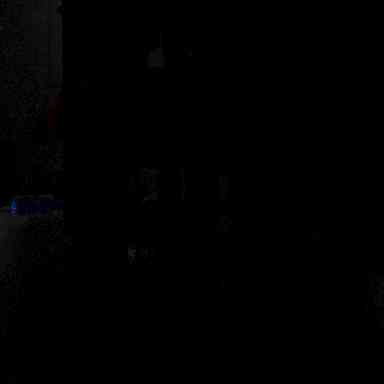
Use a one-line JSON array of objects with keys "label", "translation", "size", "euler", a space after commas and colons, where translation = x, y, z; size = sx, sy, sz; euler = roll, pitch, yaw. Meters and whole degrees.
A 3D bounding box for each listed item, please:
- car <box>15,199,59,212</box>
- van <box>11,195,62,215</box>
[{"label": "car", "translation": [-18.701, 1.562, 40.398], "size": [1.887, 1.381, 4.507], "euler": [-1, 0, 35]}, {"label": "van", "translation": [-14.740, 1.221, 31.245], "size": [1.690, 1.788, 3.998], "euler": [-1, 0, 35]}]
